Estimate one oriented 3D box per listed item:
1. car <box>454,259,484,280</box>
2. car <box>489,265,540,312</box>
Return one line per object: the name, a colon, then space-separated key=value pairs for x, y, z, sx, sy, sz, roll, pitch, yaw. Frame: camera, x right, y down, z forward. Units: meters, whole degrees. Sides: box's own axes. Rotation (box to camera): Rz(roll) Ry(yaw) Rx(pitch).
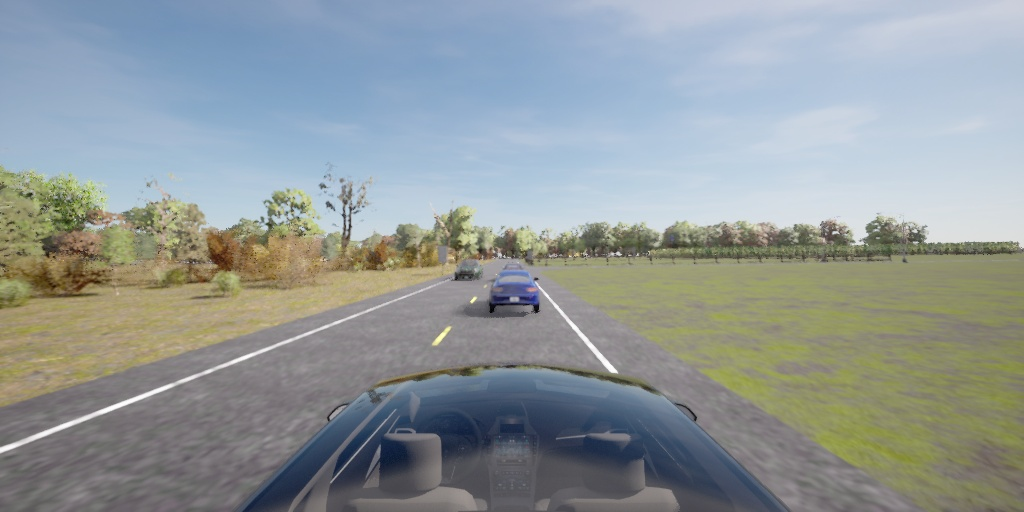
car: x=-3.580 y=1.095 z=30.417 sx=2.097 sy=1.767 sz=4.553 roll=0 pitch=0 yaw=0
car: x=0.091 y=1.274 z=14.210 sx=1.812 sy=1.442 sz=4.674 roll=0 pitch=0 yaw=0
